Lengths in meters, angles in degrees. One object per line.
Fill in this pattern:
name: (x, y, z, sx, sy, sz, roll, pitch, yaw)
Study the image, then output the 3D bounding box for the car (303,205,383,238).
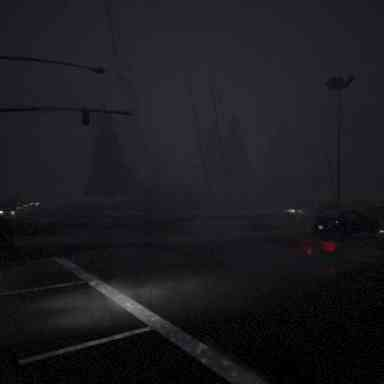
car: (8.470, 1.634, 18.406, 4.674, 1.442, 1.812, 0, 0, -36)

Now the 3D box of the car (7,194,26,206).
car: (-27.601, 1.259, 51.390, 2.150, 2.045, 5.566, 0, 0, -22)

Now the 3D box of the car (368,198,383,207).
car: (32.155, 1.778, 56.716, 4.718, 1.301, 1.895, 0, 0, -35)

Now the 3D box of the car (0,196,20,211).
car: (-23.272, 1.575, 42.166, 2.033, 1.411, 5.357, 0, 0, -28)

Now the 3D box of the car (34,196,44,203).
car: (-32.778, 1.631, 70.521, 1.994, 1.385, 4.181, 0, 0, -11)

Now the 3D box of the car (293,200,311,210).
car: (15.660, 1.761, 45.134, 4.181, 1.385, 1.994, 0, 0, -35)

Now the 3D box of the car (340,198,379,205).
car: (19.723, 1.550, 39.434, 4.553, 1.767, 2.097, 0, 0, -35)

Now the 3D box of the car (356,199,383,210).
car: (25.772, 1.776, 47.960, 4.181, 1.385, 1.994, 0, 0, -35)

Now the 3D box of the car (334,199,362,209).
car: (23.896, 1.776, 50.919, 4.181, 1.385, 1.994, 0, 0, -35)

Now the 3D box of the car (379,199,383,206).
car: (27.812, 1.433, 45.116, 5.566, 2.045, 2.150, 0, 0, -35)

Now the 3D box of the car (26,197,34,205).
car: (-30.721, 1.580, 60.660, 1.812, 1.442, 4.674, 0, 0, -18)

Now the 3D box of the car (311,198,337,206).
car: (17.704, 1.550, 42.293, 4.553, 1.767, 2.097, 0, 0, -35)
